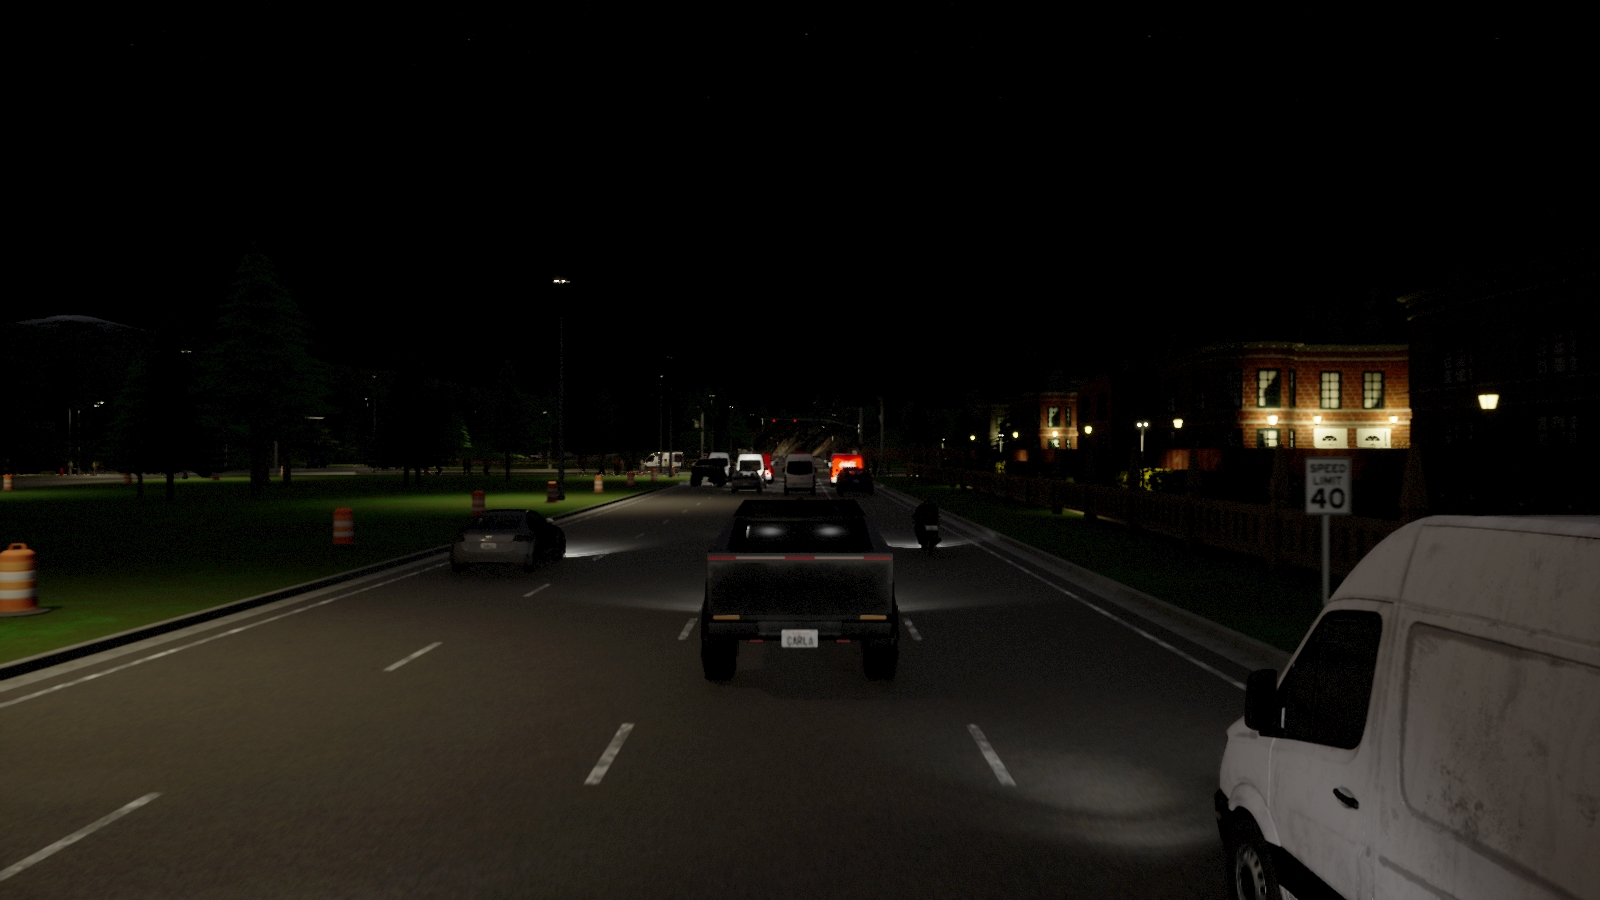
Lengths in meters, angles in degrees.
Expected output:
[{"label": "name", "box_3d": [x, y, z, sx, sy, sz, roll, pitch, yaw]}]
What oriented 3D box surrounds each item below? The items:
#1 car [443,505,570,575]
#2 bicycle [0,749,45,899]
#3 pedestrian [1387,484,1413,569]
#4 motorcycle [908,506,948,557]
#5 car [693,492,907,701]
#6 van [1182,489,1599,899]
[{"label": "car", "box_3d": [-7.003, 2.119, 27.699, 1.994, 1.385, 4.181, 0, 0, 0]}, {"label": "bicycle", "box_3d": [-3.500, 2.056, 4.187, 0.373, 1.496, 1.643, 0, 0, 0]}, {"label": "pedestrian", "box_3d": [13.368, 1.702, 25.447, 0.375, 1.860, 0.375, 0, 0, 0]}, {"label": "motorcycle", "box_3d": [3.496, 2.206, 31.424, 0.867, 1.251, 2.209, 0, 0, 0]}, {"label": "car", "box_3d": [-0.002, 1.754, 15.873, 2.390, 2.098, 6.274, 0, 0, 0]}, {"label": "van", "box_3d": [3.495, 1.534, 4.510, 1.988, 2.561, 5.915, 0, 0, 0]}]
